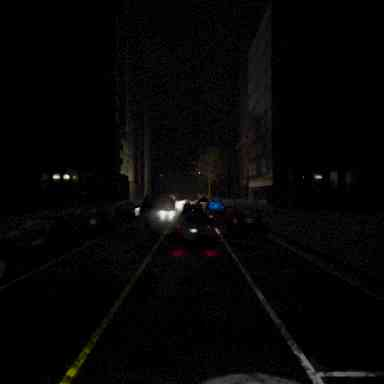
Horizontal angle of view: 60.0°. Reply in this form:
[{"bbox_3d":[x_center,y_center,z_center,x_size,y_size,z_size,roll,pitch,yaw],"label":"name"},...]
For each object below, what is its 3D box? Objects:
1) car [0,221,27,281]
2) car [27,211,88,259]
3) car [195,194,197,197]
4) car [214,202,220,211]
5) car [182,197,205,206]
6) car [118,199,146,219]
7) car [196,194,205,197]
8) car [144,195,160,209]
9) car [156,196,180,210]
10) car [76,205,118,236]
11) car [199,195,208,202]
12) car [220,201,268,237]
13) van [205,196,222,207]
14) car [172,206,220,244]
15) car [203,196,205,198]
[{"bbox_3d":[-5.675,1.565,7.119,1.887,1.381,4.507,0,0,0],"label":"car"},{"bbox_3d":[-5.680,1.619,12.758,1.802,1.307,4.206,0,0,0],"label":"car"},{"bbox_3d":[2.771,1.490,91.701,2.192,1.841,5.009,0,0,0],"label":"car"},{"bbox_3d":[2.835,1.650,24.022,1.802,1.307,4.206,0,0,0],"label":"car"},{"bbox_3d":[0.062,1.567,32.931,1.882,1.535,5.008,0,0,0],"label":"car"},{"bbox_3d":[-5.696,1.633,29.676,2.008,1.369,4.403,0,0,0],"label":"car"},{"bbox_3d":[2.287,1.654,67.724,1.812,1.442,4.674,0,0,0],"label":"car"},{"bbox_3d":[-5.711,1.427,46.596,2.192,1.841,5.009,0,0,0],"label":"car"},{"bbox_3d":[-3.132,1.600,44.123,2.128,1.511,4.902,0,0,0],"label":"car"},{"bbox_3d":[-5.685,1.493,18.398,1.967,1.590,4.097,0,0,0],"label":"car"},{"bbox_3d":[2.783,1.587,80.421,1.967,1.590,4.097,0,0,0],"label":"car"},{"bbox_3d":[2.841,1.493,18.381,1.967,1.590,4.097,0,0,0],"label":"car"},{"bbox_3d":[2.820,1.446,40.942,1.690,1.788,3.998,0,0,0],"label":"van"},{"bbox_3d":[0.074,1.610,16.118,1.994,1.385,4.181,0,0,0],"label":"car"},{"bbox_3d":[2.815,1.637,46.753,1.752,1.417,4.829,0,0,0],"label":"car"}]
